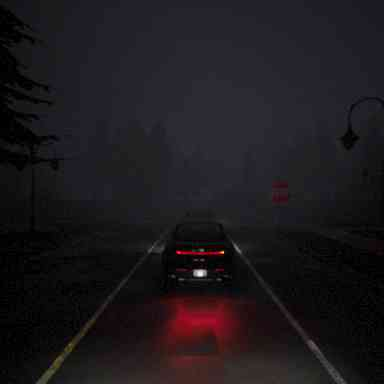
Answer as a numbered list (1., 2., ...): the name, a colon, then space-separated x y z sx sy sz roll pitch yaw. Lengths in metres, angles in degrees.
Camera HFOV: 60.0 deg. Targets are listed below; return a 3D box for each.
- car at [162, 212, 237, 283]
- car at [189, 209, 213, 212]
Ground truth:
1. car: 0.199 1.565 9.859 1.837 1.490 4.892 0 0 0
2. car: 0.596 1.749 21.106 1.895 1.301 4.718 0 -1 8
